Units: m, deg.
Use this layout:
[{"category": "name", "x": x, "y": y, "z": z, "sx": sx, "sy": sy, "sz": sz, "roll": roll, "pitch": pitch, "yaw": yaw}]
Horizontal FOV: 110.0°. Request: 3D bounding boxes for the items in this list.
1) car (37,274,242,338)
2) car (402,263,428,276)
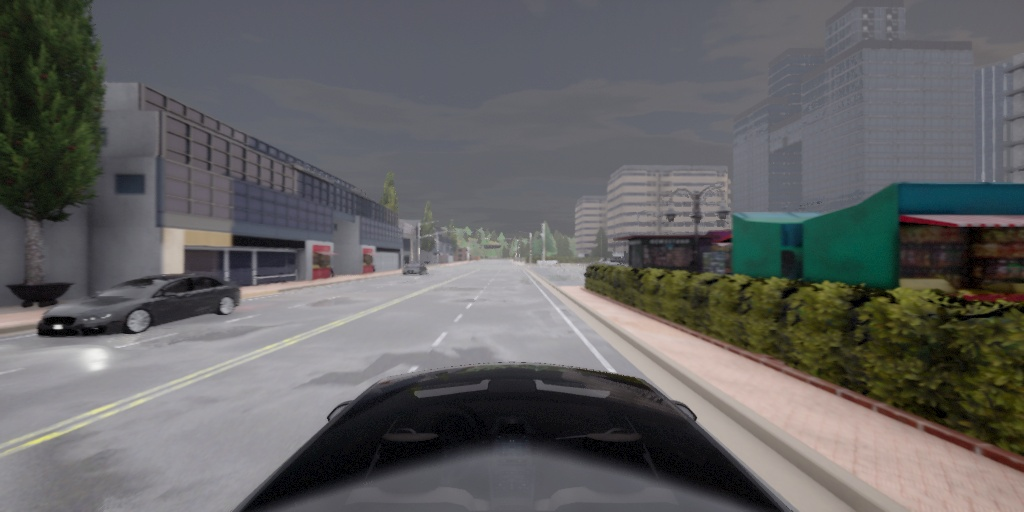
[{"category": "car", "x": -10.500, "y": 1.355, "z": 10.710, "sx": 1.837, "sy": 1.490, "sz": 4.892, "roll": 0, "pitch": 1, "yaw": 0}, {"category": "car", "x": -10.448, "y": 1.458, "z": 38.824, "sx": 1.994, "sy": 1.385, "sz": 4.181, "roll": 0, "pitch": 0, "yaw": 0}]
